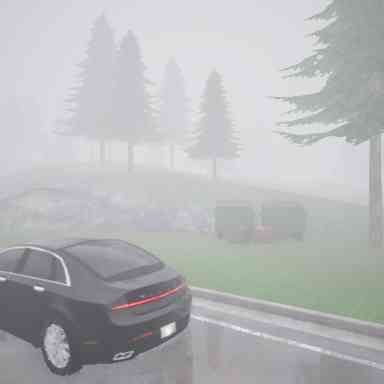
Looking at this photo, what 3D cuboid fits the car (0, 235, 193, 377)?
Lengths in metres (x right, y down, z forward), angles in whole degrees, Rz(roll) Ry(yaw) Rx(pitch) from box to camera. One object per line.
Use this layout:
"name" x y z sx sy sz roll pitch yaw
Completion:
"car" -2.265 1.503 5.606 4.892 1.490 1.837 0 0 35
